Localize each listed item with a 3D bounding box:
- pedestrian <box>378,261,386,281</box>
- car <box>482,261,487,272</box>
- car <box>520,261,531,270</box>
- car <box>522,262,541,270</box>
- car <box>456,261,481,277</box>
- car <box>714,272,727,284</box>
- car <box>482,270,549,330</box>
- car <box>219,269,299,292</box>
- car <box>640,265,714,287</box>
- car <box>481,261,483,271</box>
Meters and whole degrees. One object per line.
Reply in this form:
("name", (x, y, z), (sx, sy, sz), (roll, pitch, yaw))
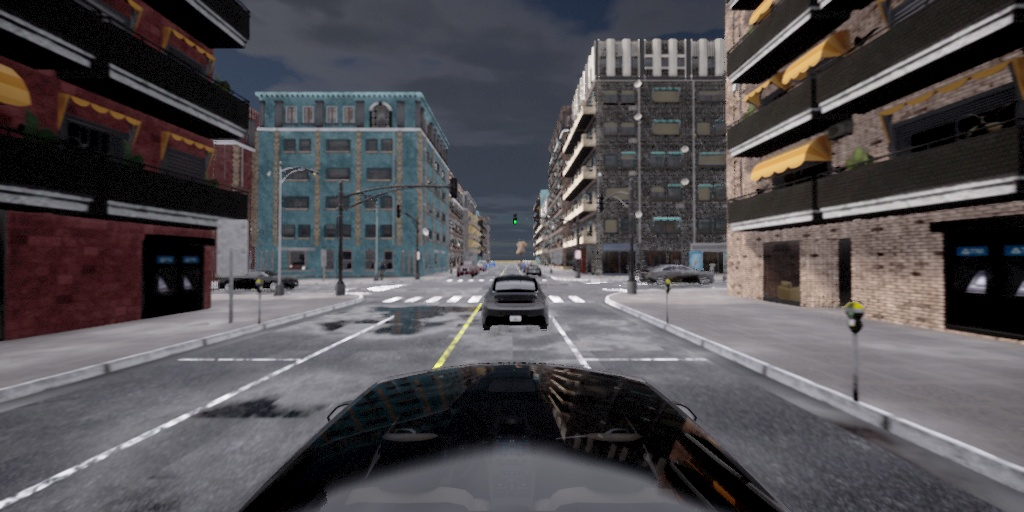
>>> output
("pedestrian", (-12.168, 1.387, 33.457), (0.375, 1.860, 0.375), (0, 0, 0))
("car", (-5.347, 1.918, 59.355), (1.888, 1.381, 4.507), (0, 0, 0))
("car", (2.537, 1.897, 53.808), (1.802, 1.307, 4.207), (0, 0, 0))
("car", (2.543, 1.763, 42.705), (1.948, 1.339, 4.313), (0, 0, 0))
("car", (-5.338, 1.512, 42.700), (2.192, 1.841, 5.009), (0, 0, 0))
("car", (15.592, 1.310, 22.424), (4.403, 1.370, 2.007), (0, 0, 0))
("car", (0.097, 1.365, 11.549), (1.837, 1.490, 4.892), (0, 0, 0))
("car", (-17.661, 1.685, 25.131), (5.008, 1.535, 1.882), (-1, -1, 0))
("car", (11.452, 1.334, 24.917), (4.902, 1.511, 2.128), (-1, -1, -1))
("car", (-5.341, 1.802, 48.252), (1.888, 1.381, 4.507), (0, 0, 0))
